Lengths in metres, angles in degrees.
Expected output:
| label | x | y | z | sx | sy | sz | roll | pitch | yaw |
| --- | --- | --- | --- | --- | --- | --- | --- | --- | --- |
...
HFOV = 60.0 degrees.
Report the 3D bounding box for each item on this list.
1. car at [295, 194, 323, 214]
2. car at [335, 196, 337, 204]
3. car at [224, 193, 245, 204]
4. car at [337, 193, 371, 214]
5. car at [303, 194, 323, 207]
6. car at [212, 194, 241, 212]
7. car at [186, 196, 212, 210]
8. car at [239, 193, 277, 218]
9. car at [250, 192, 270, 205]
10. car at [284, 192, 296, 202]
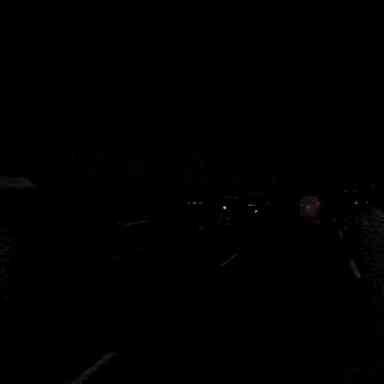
| label | x | y | z | sx | sy | sz | roll | pitch | yaw |
| --- | --- | --- | --- | --- | --- | --- | --- | --- | --- |
| car | 10.331 | 1.079 | 28.961 | 1.812 | 1.442 | 4.674 | 0 | 1 | 22 |
| car | 18.614 | 0.844 | 40.512 | 2.128 | 1.511 | 4.902 | 0 | 1 | 22 |
| car | 6.050 | 0.904 | 46.821 | 1.994 | 1.385 | 4.181 | 0 | 1 | 22 |
| car | 13.952 | 0.888 | 28.593 | 2.097 | 1.767 | 4.553 | 0 | 1 | 22 |
| car | 14.314 | 0.941 | 39.179 | 2.033 | 1.411 | 5.357 | 0 | 1 | 22 |
| car | 3.767 | 1.065 | 31.408 | 1.837 | 1.490 | 4.892 | 0 | 1 | 22 |
| car | 1.146 | 1.085 | 34.120 | 2.033 | 1.411 | 5.357 | 0 | 1 | 21 |
| car | 5.441 | 1.115 | 25.822 | 2.128 | 1.511 | 4.902 | 0 | 1 | 21 |
| car | 9.445 | 0.810 | 45.876 | 1.882 | 1.535 | 5.008 | 0 | 1 | 22 |
| car | 15.010 | 0.741 | 50.445 | 1.837 | 1.490 | 4.892 | 0 | 0 | 21 |
